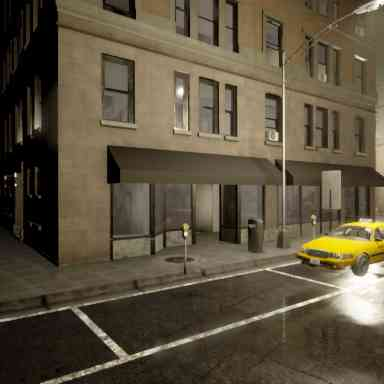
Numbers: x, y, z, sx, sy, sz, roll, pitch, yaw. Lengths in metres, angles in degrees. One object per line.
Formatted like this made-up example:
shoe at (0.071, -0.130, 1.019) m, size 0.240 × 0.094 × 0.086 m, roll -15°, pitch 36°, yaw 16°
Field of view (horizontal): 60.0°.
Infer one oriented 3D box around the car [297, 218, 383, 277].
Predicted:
car at (5.234, 1.526, 10.255) m, size 4.829 × 1.417 × 1.752 m, roll 0°, pitch 0°, yaw -35°
